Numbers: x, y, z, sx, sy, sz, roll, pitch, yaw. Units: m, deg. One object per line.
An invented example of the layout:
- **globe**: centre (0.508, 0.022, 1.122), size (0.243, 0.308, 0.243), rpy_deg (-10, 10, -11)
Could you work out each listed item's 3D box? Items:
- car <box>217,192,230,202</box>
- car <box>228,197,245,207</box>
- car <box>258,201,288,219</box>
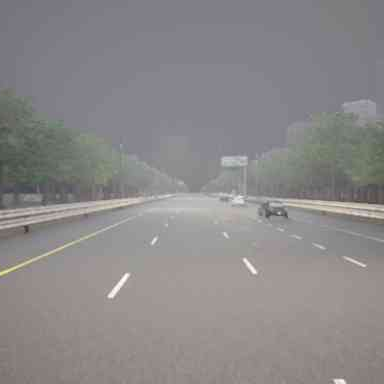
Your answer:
- **car**: centre (7.307, 1.465, 76.610), size (1.882, 1.535, 5.008), rpy_deg (0, 0, 0)
- **car**: centre (7.137, 1.539, 51.848), size (1.812, 1.442, 4.674), rpy_deg (0, 0, 0)
- **car**: centre (7.040, 1.538, 29.072), size (1.812, 1.442, 4.674), rpy_deg (0, 0, 0)
